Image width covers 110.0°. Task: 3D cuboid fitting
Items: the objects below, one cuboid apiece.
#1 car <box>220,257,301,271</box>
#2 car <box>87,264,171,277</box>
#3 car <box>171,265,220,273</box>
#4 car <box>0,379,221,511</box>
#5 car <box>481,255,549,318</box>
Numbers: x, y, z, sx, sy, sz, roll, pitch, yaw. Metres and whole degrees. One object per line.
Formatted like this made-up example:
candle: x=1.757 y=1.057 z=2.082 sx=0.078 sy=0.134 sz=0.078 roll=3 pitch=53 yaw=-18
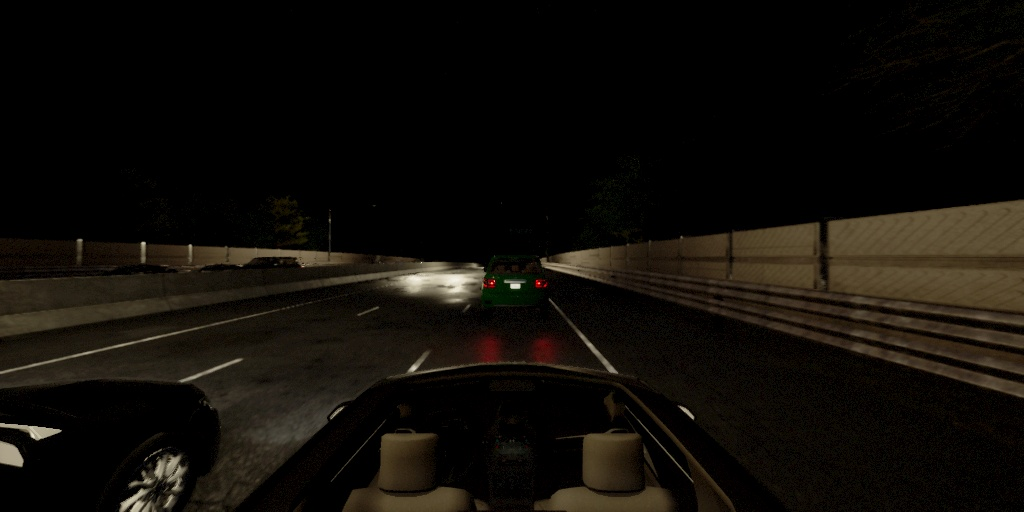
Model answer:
car: x=-17.601 y=1.060 z=25.920 sx=2.150 sy=2.045 sz=5.566 roll=0 pitch=-1 yaw=0
car: x=-24.600 y=1.325 z=23.453 sx=1.837 sy=1.490 sz=4.892 roll=0 pitch=0 yaw=0
car: x=-21.099 y=1.341 z=25.765 sx=1.837 sy=1.490 sz=4.892 roll=0 pitch=0 yaw=0
car: x=-3.399 y=1.255 z=1.049 sx=1.837 sy=1.490 sz=4.892 roll=0 pitch=0 yaw=0
car: x=0.098 y=0.992 z=13.280 sx=2.150 sy=2.045 sz=5.566 roll=0 pitch=0 yaw=0
